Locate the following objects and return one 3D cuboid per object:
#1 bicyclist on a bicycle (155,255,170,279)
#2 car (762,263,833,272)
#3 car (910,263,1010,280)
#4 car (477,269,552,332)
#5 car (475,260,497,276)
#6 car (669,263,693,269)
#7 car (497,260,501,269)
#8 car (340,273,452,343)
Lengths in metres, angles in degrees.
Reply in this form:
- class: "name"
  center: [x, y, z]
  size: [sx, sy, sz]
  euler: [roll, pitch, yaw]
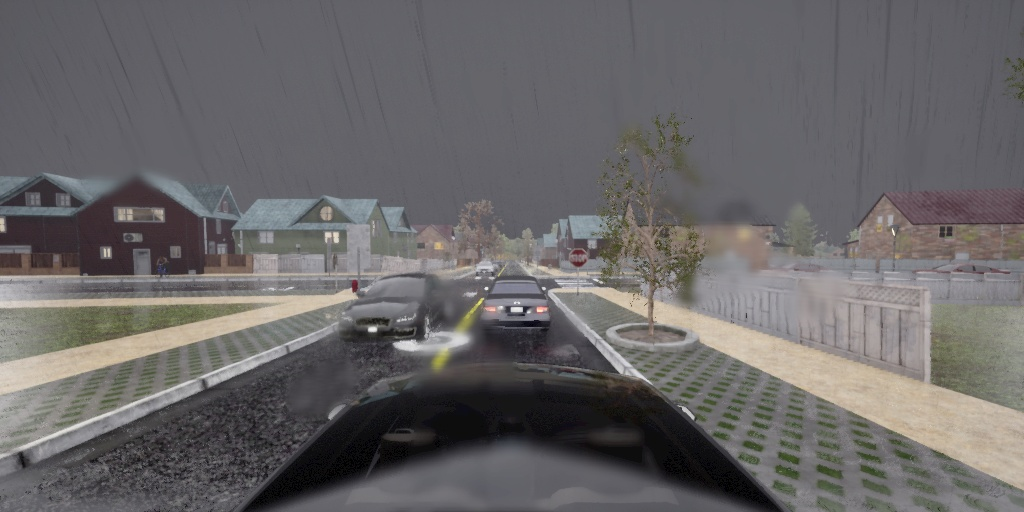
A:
- class: "bicyclist on a bicycle"
  center: [-24.880, 0.759, 25.544]
  size: [0.582, 1.620, 1.656]
  euler: [0, 3, -16]
- class: "car"
  center: [21.090, 1.232, 26.570]
  size: [4.674, 1.442, 1.812]
  euler: [0, 3, 6]
- class: "car"
  center: [31.228, 1.257, 25.136]
  size: [5.008, 1.535, 1.882]
  euler: [1, 3, 11]
- class: "car"
  center: [0.103, 1.291, 10.820]
  size: [2.033, 1.411, 5.357]
  euler: [0, 0, 0]
- class: "car"
  center: [-2.806, 1.287, 37.746]
  size: [1.812, 1.442, 4.674]
  euler: [0, 0, -2]
- class: "car"
  center: [11.895, 1.240, 27.154]
  size: [4.181, 1.385, 1.994]
  euler: [0, 3, 2]
- class: "car"
  center: [-2.841, 1.384, 47.679]
  size: [1.895, 1.301, 4.718]
  euler: [0, 0, 0]
- class: "car"
  center: [-2.850, 1.249, 9.762]
  size: [1.837, 1.490, 4.892]
  euler: [0, 0, 0]
